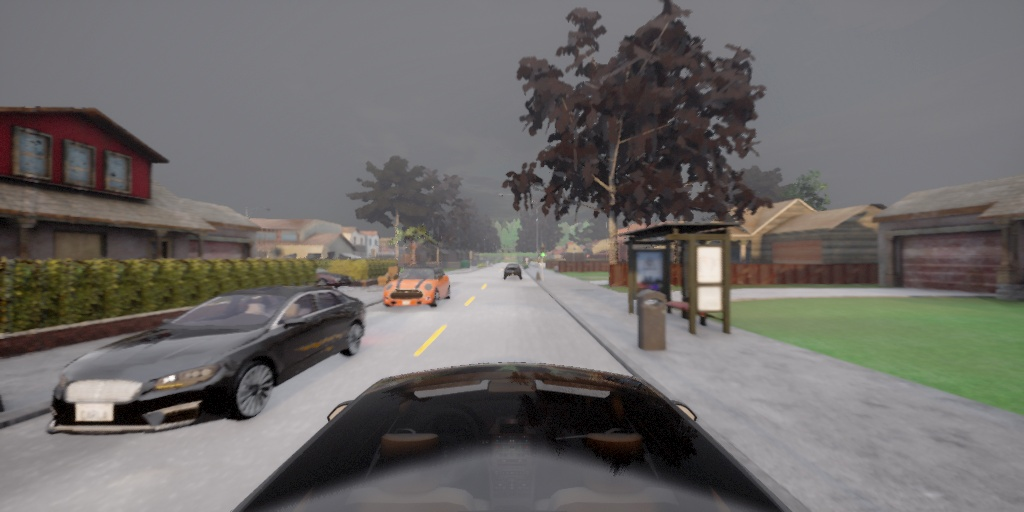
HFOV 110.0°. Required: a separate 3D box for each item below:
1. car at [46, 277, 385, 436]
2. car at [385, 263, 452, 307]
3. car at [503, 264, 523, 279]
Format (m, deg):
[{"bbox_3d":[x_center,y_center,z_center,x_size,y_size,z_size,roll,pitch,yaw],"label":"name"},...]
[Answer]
[{"bbox_3d":[-4.099,1.291,5.971,2.128,1.511,4.902,0,0,0],"label":"car"},{"bbox_3d":[-4.087,1.237,16.129,2.097,1.767,4.553,0,0,0],"label":"car"},{"bbox_3d":[0.081,1.555,37.176,1.837,1.490,4.892,0,0,0],"label":"car"}]
